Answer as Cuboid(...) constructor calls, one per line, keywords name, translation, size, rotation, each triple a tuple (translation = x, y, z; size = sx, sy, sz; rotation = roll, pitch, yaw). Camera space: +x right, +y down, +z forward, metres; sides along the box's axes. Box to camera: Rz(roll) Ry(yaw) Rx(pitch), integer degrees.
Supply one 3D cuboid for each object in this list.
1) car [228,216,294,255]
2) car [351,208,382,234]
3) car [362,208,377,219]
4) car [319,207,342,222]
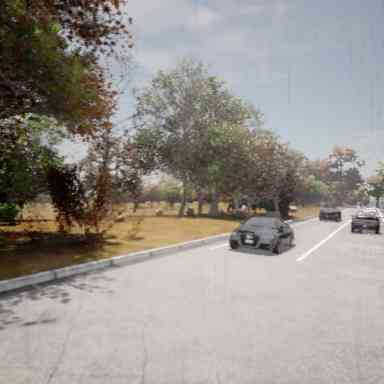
Cuboid(name="car", translation=(3.187, 1.789, 14.670), size=(1.994, 1.385, 4.181), rotation=(3, 0, 29))
Cuboid(name="car", translation=(13.296, 2.264, 25.431), size=(2.128, 1.511, 4.902), rotation=(3, 0, 29))
Cuboid(name="car", translation=(24.936, 2.968, 46.701), size=(1.812, 1.442, 4.674), rotation=(3, -1, 28))
Cuboid(name="car", translation=(15.219, 2.396, 36.487), size=(1.882, 1.535, 5.008), rotation=(3, -1, 29))
